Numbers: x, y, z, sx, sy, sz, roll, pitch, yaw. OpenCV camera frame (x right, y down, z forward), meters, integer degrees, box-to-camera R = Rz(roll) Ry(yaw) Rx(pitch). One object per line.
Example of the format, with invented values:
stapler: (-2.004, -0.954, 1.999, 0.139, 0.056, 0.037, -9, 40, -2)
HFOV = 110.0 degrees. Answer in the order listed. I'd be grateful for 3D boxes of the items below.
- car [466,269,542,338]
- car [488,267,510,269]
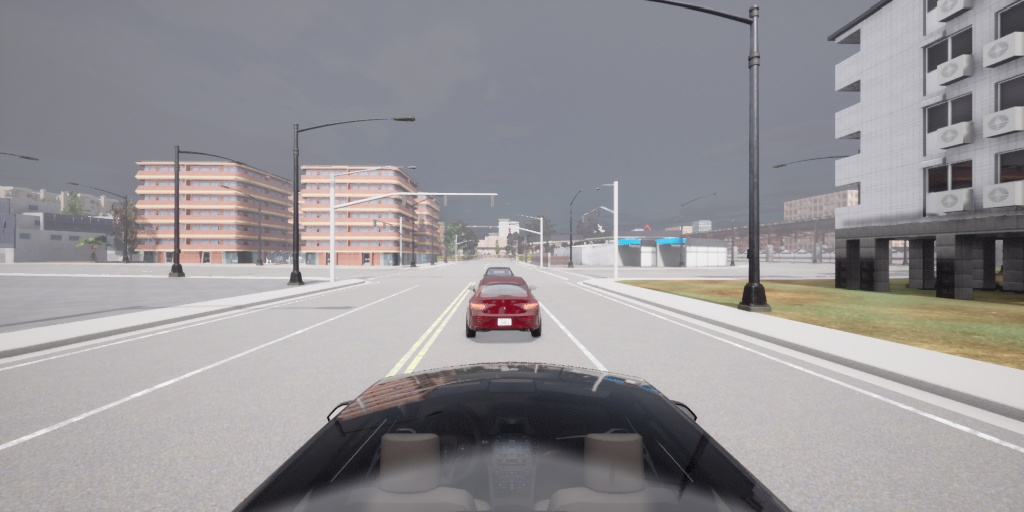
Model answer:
car: (-0.265, 1.276, 10.132, 1.812, 1.442, 4.674, 0, 0, -3)
car: (-0.720, 1.297, 19.706, 2.033, 1.411, 5.357, 0, 0, -3)
